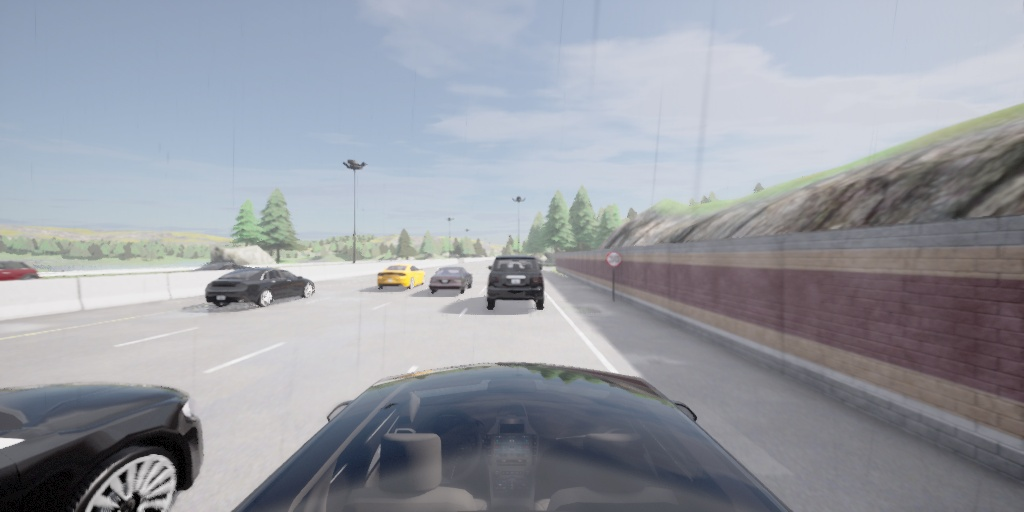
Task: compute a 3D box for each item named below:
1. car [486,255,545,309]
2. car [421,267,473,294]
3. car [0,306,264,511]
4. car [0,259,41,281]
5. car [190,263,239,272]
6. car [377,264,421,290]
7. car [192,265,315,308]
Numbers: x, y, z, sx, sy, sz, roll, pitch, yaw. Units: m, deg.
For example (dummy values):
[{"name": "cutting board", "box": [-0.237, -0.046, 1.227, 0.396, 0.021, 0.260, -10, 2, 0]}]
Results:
[{"name": "car", "box": [0.135, 0.981, 15.142, 2.150, 2.045, 5.566, 0, 0, 0]}, {"name": "car", "box": [-3.351, 1.307, 20.415, 2.033, 1.411, 5.357, 0, 0, 0]}, {"name": "car", "box": [-3.364, 1.237, 0.850, 2.128, 1.511, 4.902, 0, 0, 0]}, {"name": "car", "box": [-31.493, 1.080, 21.123, 2.097, 1.767, 4.553, 0, 0, 1]}, {"name": "car", "box": [-20.935, 1.278, 25.587, 1.837, 1.490, 4.892, 0, 0, 0]}, {"name": "car", "box": [-6.844, 1.235, 22.634, 1.882, 1.535, 5.008, 0, 0, 0]}, {"name": "car", "box": [-10.363, 1.253, 15.201, 1.837, 1.490, 4.892, 0, 0, 0]}]
